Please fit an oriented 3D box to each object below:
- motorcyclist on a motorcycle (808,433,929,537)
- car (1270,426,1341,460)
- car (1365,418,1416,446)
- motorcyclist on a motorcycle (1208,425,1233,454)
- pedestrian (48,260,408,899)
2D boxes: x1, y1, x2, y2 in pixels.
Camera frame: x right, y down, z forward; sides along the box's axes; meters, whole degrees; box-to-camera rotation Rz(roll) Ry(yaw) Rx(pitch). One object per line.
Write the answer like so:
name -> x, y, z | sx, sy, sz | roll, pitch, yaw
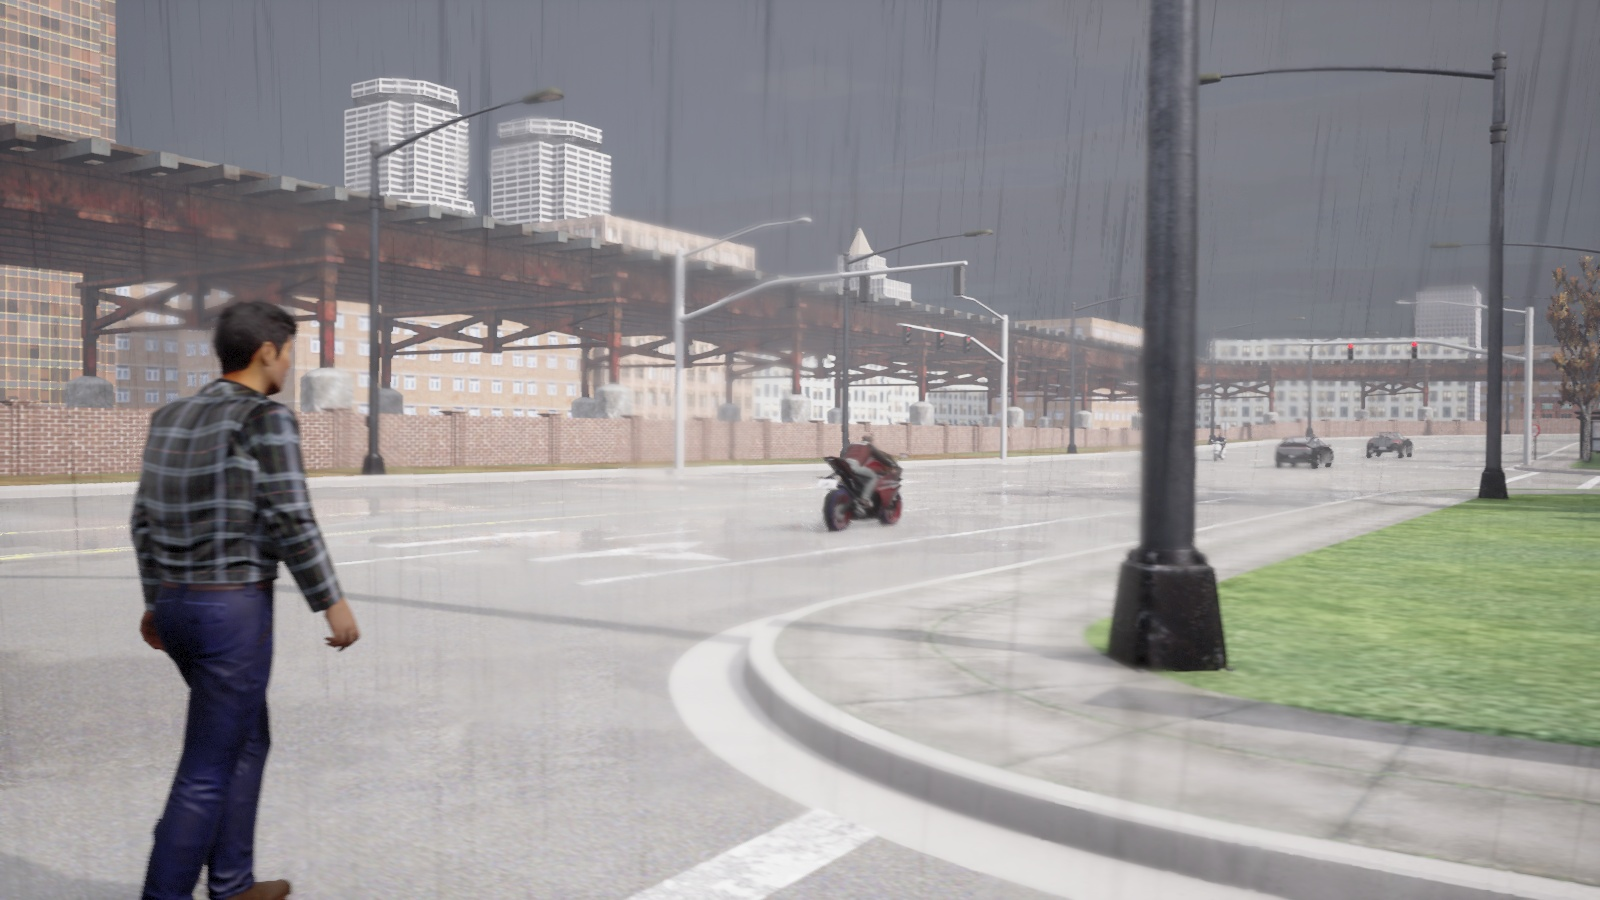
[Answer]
motorcyclist on a motorcycle -> 1.099, 0.505, 19.635 | 0.866, 1.530, 2.191 | 0, 1, 34
car -> 24.110, -0.368, 59.809 | 2.128, 1.511, 4.902 | 0, 1, 34
car -> 37.273, -1.164, 79.224 | 2.152, 1.651, 5.027 | 0, 2, 34
motorcyclist on a motorcycle -> 24.274, -0.612, 72.495 | 0.866, 1.590, 1.817 | 0, 2, 35
pedestrian -> -1.564, 0.507, 3.513 | 0.423, 1.949, 0.788 | 0, 1, 31
